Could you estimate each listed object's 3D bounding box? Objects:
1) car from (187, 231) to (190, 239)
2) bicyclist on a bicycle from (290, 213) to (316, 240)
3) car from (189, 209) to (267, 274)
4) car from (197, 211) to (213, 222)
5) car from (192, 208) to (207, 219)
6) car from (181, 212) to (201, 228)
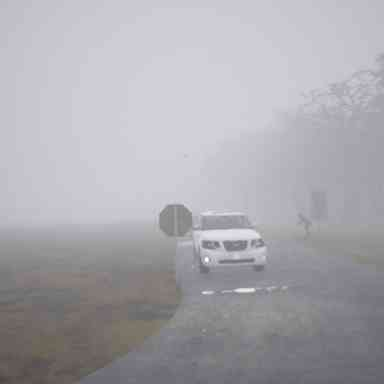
[{"bbox_3d":[0.560,2.536,24.493,1.837,1.490,4.892,-2,-3,-4],"label":"car"},{"bbox_3d":[6.793,2.134,20.332,1.656,1.620,0.582,-1,-2,-4],"label":"bicyclist on a bicycle"},{"bbox_3d":[1.238,1.761,13.021,2.150,2.045,5.566,-2,-2,-3],"label":"car"},{"bbox_3d":[1.921,3.657,50.370,1.994,1.385,4.181,-2,-3,-3],"label":"car"},{"bbox_3d":[1.313,3.908,60.342,2.097,1.767,4.553,-2,-3,-5],"label":"car"},{"bbox_3d":[-0.171,3.053,36.825,1.882,1.535,5.008,-2,-3,-4],"label":"car"}]
